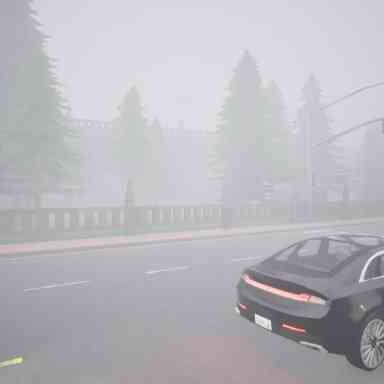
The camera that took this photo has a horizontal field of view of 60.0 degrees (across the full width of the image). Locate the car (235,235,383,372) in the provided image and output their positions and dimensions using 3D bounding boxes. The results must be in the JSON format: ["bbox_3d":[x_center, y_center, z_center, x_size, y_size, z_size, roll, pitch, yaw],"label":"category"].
[{"bbox_3d":[2.990,1.492,5.651,4.902,1.511,2.128,0,0,-32],"label":"car"}]
